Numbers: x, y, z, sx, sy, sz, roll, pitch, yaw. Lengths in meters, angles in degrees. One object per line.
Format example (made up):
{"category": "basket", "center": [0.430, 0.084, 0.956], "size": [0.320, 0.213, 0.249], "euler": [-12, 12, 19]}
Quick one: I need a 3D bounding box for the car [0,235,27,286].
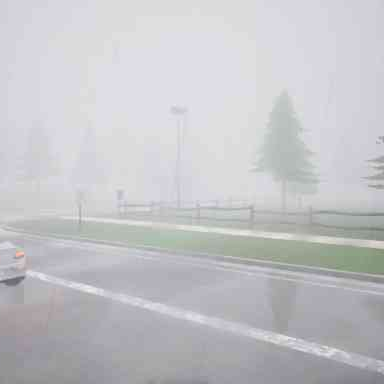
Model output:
{"category": "car", "center": [-5.847, 1.526, 8.114], "size": [4.674, 1.442, 1.812], "euler": [0, 0, 36]}
